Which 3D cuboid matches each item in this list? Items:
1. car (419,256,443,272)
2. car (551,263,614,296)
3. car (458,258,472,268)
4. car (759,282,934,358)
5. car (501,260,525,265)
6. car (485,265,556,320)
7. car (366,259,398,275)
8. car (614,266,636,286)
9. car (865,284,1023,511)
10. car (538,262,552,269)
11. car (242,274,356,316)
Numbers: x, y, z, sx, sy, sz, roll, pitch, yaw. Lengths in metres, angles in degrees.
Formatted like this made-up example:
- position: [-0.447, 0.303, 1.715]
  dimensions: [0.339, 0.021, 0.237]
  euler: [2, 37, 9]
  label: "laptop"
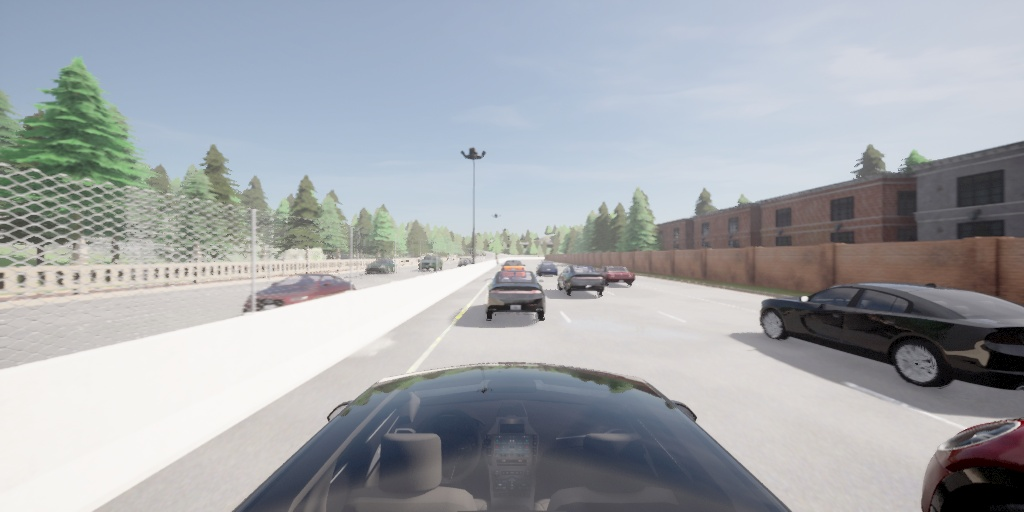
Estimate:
- position: [-10.570, 0.976, 47.364]
  dimensions: [2.150, 2.045, 5.566]
  euler: [0, 0, 0]
  label: "car"
- position: [3.602, 1.243, 19.306]
  dimensions: [2.128, 1.511, 4.902]
  euler: [0, 0, 0]
  label: "car"
- position: [-7.053, 1.105, 55.592]
  dimensions: [2.097, 1.767, 4.553]
  euler: [0, 0, 0]
  label: "car"
- position: [7.101, 1.228, 6.907]
  dimensions: [1.882, 1.535, 5.008]
  euler: [0, 0, 0]
  label: "car"
- position: [0.103, 1.104, 30.523]
  dimensions: [2.097, 1.767, 4.553]
  euler: [0, 0, 0]
  label: "car"
- position: [0.100, 1.240, 12.567]
  dimensions: [2.128, 1.511, 4.902]
  euler: [0, 0, 0]
  label: "car"
- position: [-14.086, 1.102, 38.938]
  dimensions: [2.097, 1.767, 4.553]
  euler: [0, 0, 0]
  label: "car"
- position: [7.102, 1.353, 25.509]
  dimensions: [1.895, 1.301, 4.718]
  euler: [0, 0, 0]
  label: "car"
- position: [3.604, 1.103, 0.298]
  dimensions: [2.097, 1.767, 4.553]
  euler: [0, 0, 0]
  label: "car"
- position: [3.605, 1.316, 37.261]
  dimensions: [1.994, 1.385, 4.181]
  euler: [0, 0, 0]
  label: "car"
- position: [-7.098, 1.314, 12.484]
  dimensions: [1.994, 1.385, 4.181]
  euler: [0, 0, 0]
  label: "car"
